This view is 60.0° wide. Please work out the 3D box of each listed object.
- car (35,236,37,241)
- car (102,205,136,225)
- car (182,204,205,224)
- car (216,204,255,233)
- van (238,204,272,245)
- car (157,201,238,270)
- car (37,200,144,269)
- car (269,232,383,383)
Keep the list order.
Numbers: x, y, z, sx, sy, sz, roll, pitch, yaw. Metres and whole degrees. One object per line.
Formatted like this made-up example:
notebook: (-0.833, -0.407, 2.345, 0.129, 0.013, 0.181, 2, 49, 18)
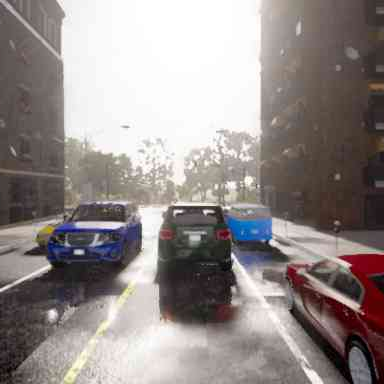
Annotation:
car: (-5.702, 1.664, 15.786, 1.752, 1.417, 4.829, -1, 0, 0)
car: (-5.797, 1.817, 26.998, 1.802, 1.307, 4.206, -1, 0, 0)
car: (0.099, 1.771, 28.345, 1.812, 1.442, 4.674, 0, 0, 0)
car: (2.676, 1.628, 21.529, 1.967, 1.590, 4.097, -1, 0, 0)
van: (2.674, 1.481, 16.006, 1.690, 1.788, 3.998, -1, 0, 0)
car: (0.088, 1.325, 11.528, 2.150, 2.045, 5.566, 0, 0, 0)
car: (-3.099, 1.327, 11.890, 2.150, 2.045, 5.566, 0, -1, 0)
car: (2.677, 1.589, 4.956, 1.887, 1.381, 4.507, -1, 0, 0)
